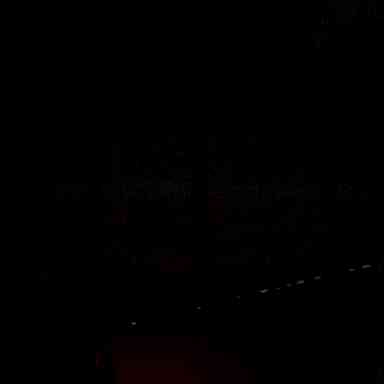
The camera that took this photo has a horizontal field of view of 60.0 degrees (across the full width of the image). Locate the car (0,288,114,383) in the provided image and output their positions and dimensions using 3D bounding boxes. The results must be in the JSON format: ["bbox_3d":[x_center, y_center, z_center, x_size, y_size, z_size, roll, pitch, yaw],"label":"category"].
[{"bbox_3d":[-2.961,1.407,1.827,5.008,1.535,1.882,0,2,-35],"label":"car"}]
